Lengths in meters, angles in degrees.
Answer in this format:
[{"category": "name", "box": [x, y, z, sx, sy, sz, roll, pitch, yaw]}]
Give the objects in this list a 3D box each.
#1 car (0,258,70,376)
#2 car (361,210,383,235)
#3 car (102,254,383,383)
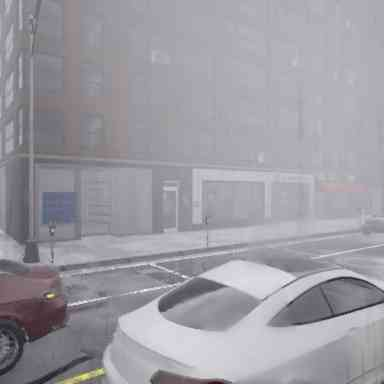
[{"category": "car", "box": [-3.940, 1.525, 3.968, 4.674, 1.442, 1.812, 0, 0, -35]}, {"category": "car", "box": [10.616, 1.582, 17.470, 4.206, 1.307, 1.802, 0, 0, -35]}, {"category": "car", "box": [1.280, 1.525, 4.076, 4.674, 1.442, 1.812, 0, 0, -35]}]
